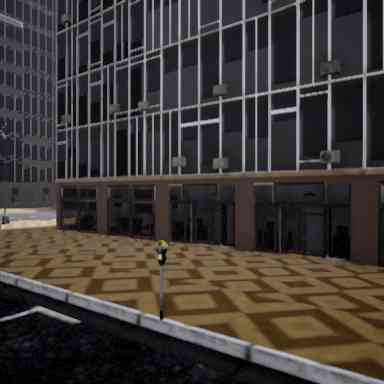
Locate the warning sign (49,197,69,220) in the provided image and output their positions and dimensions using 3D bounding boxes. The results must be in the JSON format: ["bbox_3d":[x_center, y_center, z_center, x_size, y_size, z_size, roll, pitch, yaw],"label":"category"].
[{"bbox_3d":[-11.649,1.429,29.083,1.300,1.860,1.060,1,1,33],"label":"warning sign"}]
